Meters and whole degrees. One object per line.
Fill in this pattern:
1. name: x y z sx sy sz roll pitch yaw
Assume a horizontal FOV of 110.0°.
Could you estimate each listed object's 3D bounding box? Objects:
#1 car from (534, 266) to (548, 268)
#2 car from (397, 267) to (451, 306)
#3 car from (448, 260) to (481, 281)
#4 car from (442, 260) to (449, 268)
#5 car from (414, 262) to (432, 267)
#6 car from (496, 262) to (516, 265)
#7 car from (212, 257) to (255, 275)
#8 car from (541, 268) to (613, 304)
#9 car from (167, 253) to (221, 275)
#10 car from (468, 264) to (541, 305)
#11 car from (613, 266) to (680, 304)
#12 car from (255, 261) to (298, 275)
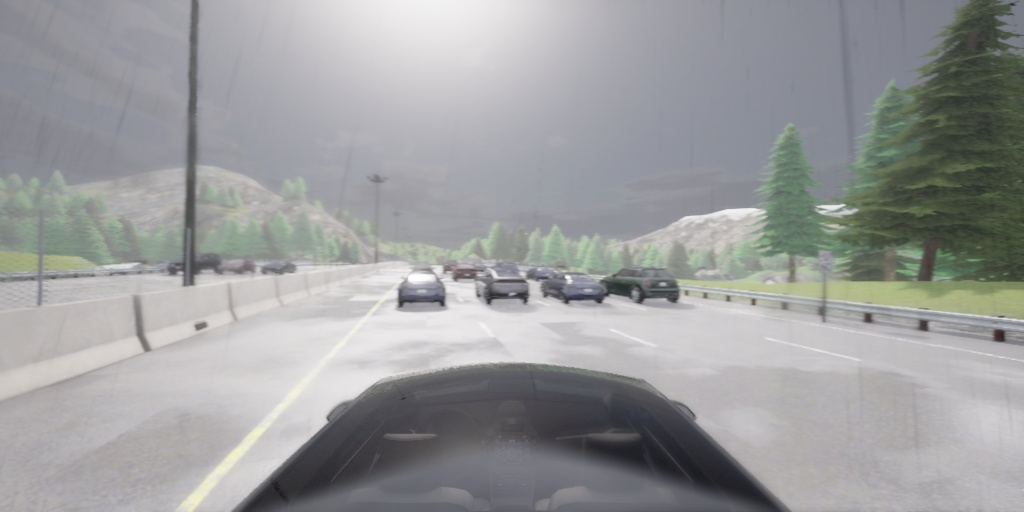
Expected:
1. car: 2.614 1.573 32.973 1.994 1.385 4.181 1 0 -14
2. car: -3.972 1.352 15.911 1.994 1.385 4.181 1 0 -14
3. car: -4.222 1.370 31.472 1.882 1.535 5.008 1 0 -14
4. car: -7.728 1.289 45.595 2.097 1.767 4.553 1 0 -14
5. car: -7.573 1.341 30.437 1.837 1.490 4.892 1 0 -14
6. car: -0.728 1.300 31.922 2.097 1.767 4.553 1 -1 -14
7. car: -26.792 1.093 35.204 1.812 1.442 4.674 1 -1 -14
8. car: 2.833 1.468 17.555 1.994 1.385 4.181 1 0 -14
9. car: -30.213 0.714 34.499 2.150 2.045 5.566 1 -1 -14
10. car: -0.567 1.339 16.733 2.128 1.511 4.902 1 0 -14
11. car: 6.280 1.309 18.204 2.097 1.767 4.553 1 -1 -14
12. car: -23.490 1.174 36.442 2.033 1.411 5.357 1 0 -14
